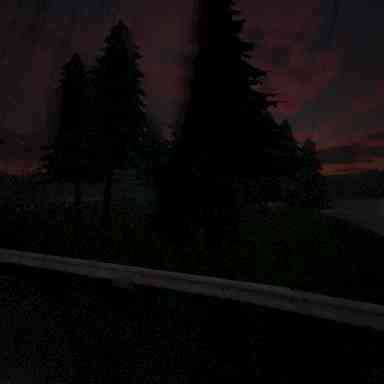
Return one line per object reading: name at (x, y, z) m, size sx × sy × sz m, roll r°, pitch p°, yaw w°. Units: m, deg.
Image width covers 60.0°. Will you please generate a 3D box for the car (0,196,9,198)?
car at (-39.941, 1.553, 70.011) m, size 1.994 × 1.385 × 4.181 m, roll 0°, pitch 0°, yaw 5°
